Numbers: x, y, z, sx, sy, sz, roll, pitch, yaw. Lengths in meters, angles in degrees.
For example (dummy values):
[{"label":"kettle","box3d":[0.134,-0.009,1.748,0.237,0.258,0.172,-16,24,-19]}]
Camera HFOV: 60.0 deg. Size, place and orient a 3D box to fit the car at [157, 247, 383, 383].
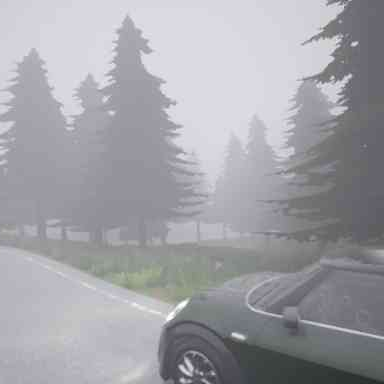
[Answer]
[{"label":"car","box3d":[1.783,1.366,3.327,4.553,1.767,2.097,0,0,38]}]
